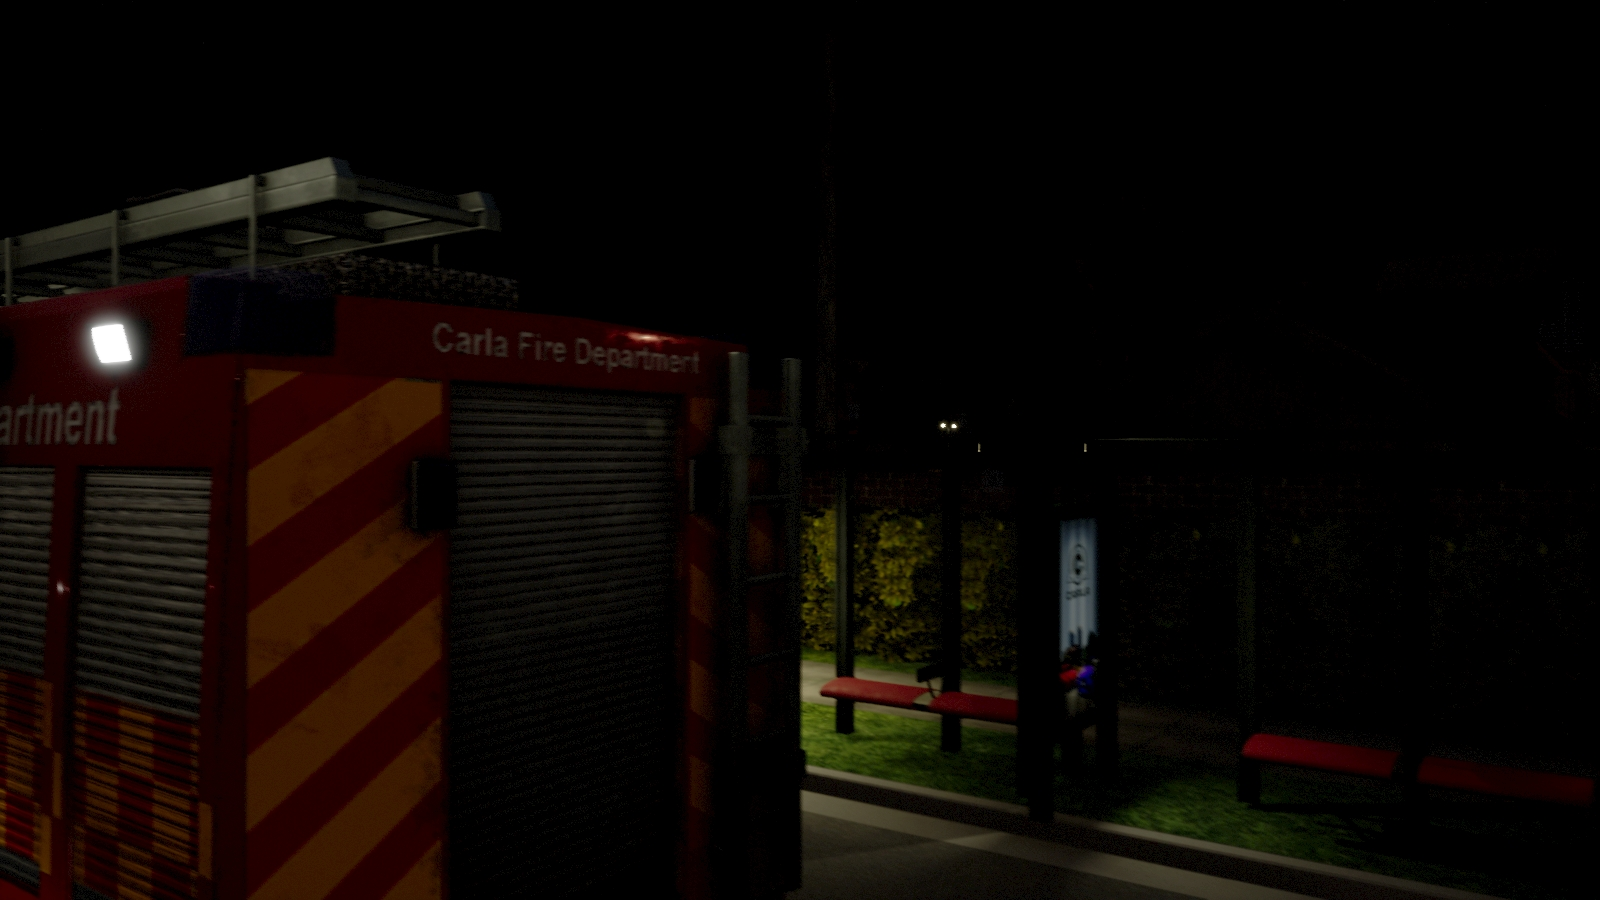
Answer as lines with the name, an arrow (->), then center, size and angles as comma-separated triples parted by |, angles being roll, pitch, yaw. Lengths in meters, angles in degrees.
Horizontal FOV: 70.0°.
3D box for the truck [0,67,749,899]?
truck -> -4.538, 0.904, 6.641 | 8.468, 3.827, 2.891 | 0, 0, 35
